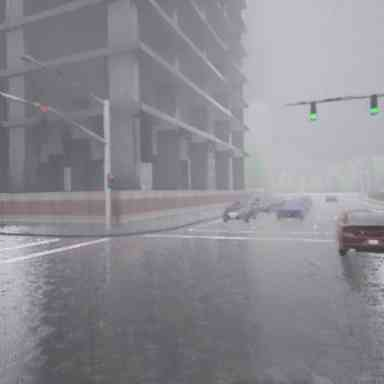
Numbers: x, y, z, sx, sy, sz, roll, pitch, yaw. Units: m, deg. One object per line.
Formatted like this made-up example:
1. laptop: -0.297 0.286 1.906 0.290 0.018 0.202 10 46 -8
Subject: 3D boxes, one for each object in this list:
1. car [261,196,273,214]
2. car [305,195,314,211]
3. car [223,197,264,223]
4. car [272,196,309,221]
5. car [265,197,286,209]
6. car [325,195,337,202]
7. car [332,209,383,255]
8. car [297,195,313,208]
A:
1. car: 7.145 1.250 33.914 2.097 1.767 4.553 -1 0 22
2. car: 11.517 1.354 35.412 2.033 1.411 5.357 -1 0 22
3. car: 3.749 1.443 25.351 2.128 1.511 4.902 -1 0 22
4. car: 7.835 1.342 26.159 1.882 1.535 5.008 -1 0 22
5. car: 10.874 1.403 43.154 1.994 1.385 4.181 -1 0 22
6. car: 24.852 1.175 59.432 1.895 1.301 4.718 -1 0 22
7. car: 6.438 1.363 12.499 1.882 1.535 5.008 -1 0 21
8. car: 15.299 1.252 44.799 1.837 1.490 4.892 -1 0 22
